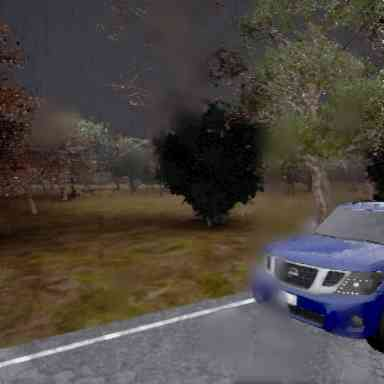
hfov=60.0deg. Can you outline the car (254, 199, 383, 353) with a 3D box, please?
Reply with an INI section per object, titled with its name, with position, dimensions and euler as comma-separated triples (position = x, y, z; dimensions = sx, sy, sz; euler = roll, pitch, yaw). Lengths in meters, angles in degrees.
[car]
position = 3.752, 1.189, 6.312
dimensions = 5.566, 2.045, 2.150
euler = 0, 0, -32
